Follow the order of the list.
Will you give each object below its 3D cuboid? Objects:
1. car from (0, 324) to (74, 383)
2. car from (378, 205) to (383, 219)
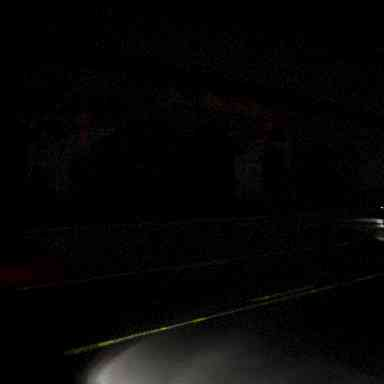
[{"bbox_3d":[-3.477,1.552,1.897,5.357,1.411,2.033,0,0,-28],"label":"car"},{"bbox_3d":[17.285,1.279,27.223,4.553,1.767,2.097,0,0,-32],"label":"car"}]
